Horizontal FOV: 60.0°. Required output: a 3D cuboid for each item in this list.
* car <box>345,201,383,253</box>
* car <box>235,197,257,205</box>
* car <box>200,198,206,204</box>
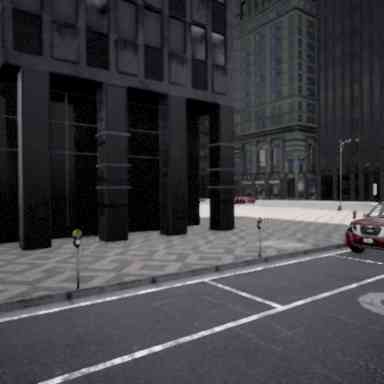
[{"bbox_3d":[7.722,1.233,12.175,5.009,1.841,2.192,0,0,-36],"label":"car"},{"bbox_3d":[8.767,1.475,56.535,1.895,1.301,4.718,-1,0,-35],"label":"car"},{"bbox_3d":[0.333,1.481,62.873,2.033,1.411,5.357,-1,0,-35],"label":"car"}]
